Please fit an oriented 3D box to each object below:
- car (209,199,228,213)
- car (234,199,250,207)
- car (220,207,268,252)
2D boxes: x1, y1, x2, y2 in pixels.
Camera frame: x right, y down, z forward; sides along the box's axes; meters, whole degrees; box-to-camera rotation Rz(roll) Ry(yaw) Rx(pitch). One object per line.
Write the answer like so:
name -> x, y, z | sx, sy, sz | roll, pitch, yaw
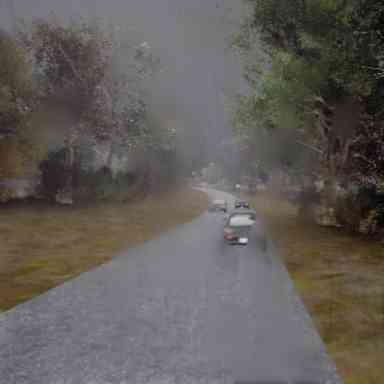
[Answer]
car -> 3.037, 1.565, 37.595 | 1.812, 1.442, 4.674 | 1, 1, 8
car -> 6.606, 1.556, 44.242 | 1.895, 1.301, 4.718 | 0, 1, 6
car -> 2.260, 1.593, 14.326 | 1.812, 1.442, 4.674 | 1, 0, 10
